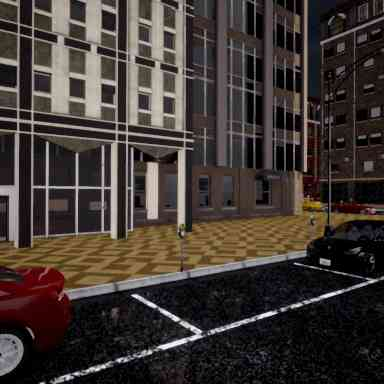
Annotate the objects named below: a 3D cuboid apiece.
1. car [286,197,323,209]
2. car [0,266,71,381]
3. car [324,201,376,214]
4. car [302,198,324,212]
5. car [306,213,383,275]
[{"bbox_3d":[15.574,1.500,46.381,1.752,1.417,4.829,0,0,-36],"label":"car"},{"bbox_3d":[-3.793,1.545,3.847,4.507,1.381,1.887,0,0,-36],"label":"car"},{"bbox_3d":[15.492,1.535,32.154,1.802,1.307,4.206,0,0,-36],"label":"car"},{"bbox_3d":[12.283,1.467,36.611,1.752,1.417,4.829,0,0,-36],"label":"car"},{"bbox_3d":[5.455,1.567,10.473,4.313,1.339,1.947,0,0,-36],"label":"car"}]
